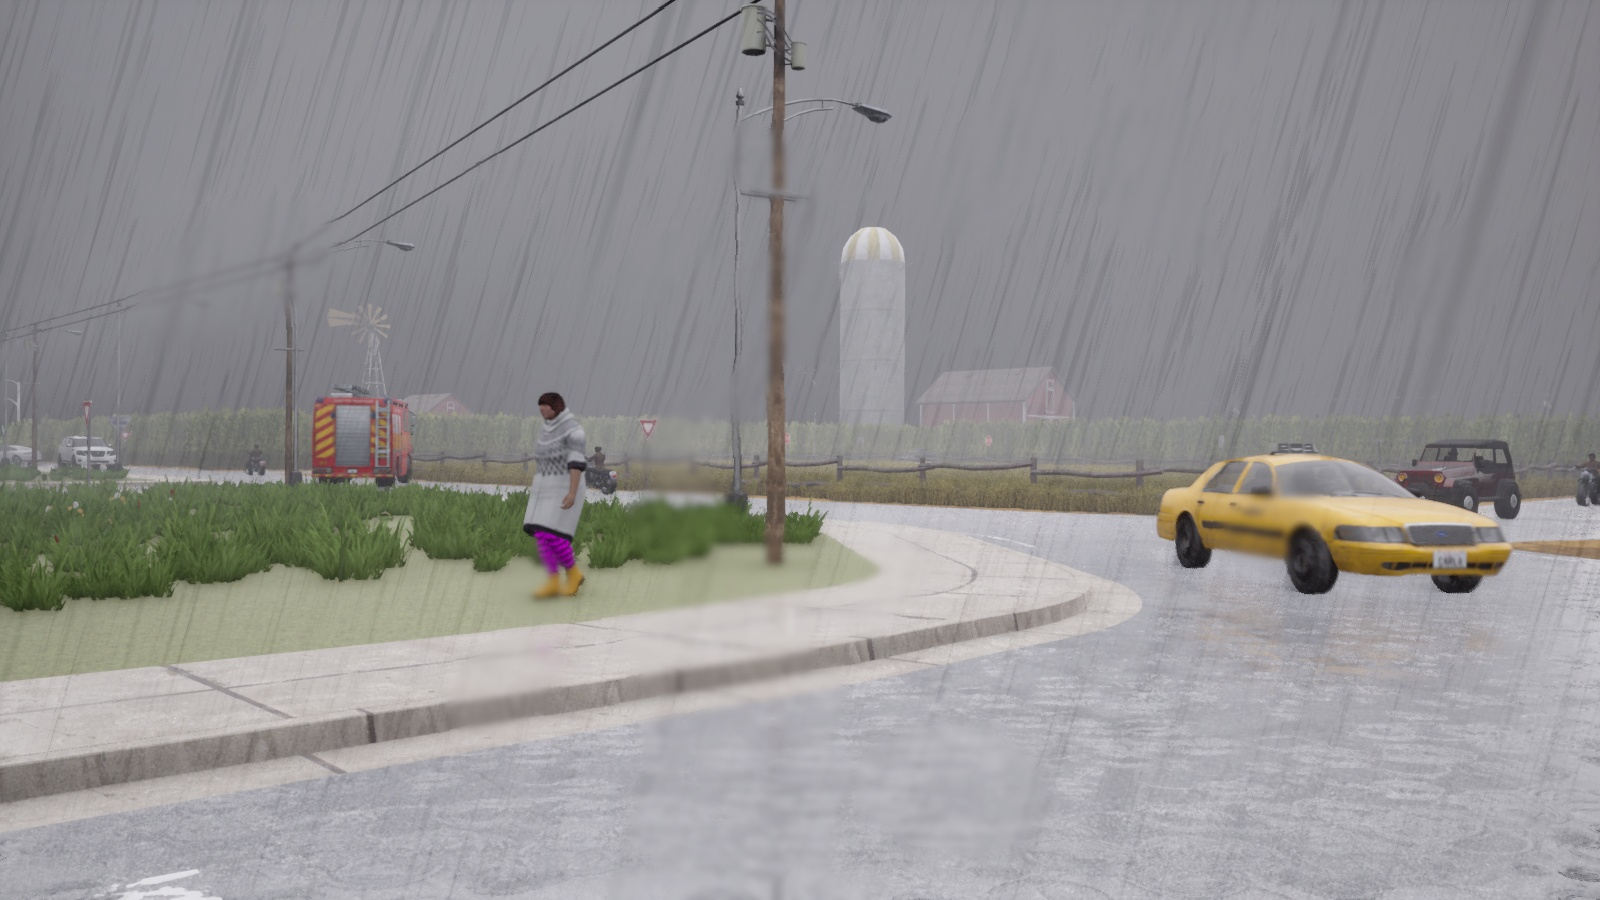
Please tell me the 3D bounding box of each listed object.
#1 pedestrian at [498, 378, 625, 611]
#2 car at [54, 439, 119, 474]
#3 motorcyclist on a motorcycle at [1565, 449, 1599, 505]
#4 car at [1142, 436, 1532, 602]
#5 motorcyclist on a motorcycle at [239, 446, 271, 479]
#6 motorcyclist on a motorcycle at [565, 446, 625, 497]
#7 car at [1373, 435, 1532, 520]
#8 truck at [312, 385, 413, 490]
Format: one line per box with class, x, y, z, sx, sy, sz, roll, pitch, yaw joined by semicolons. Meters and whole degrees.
pedestrian;-2.104;0.374;11.099;0.659;1.952;0.873;0;0;45
car;-42.894;0.363;75.433;2.150;2.045;5.566;0;0;-43
motorcyclist on a motorcycle;23.844;0.793;37.924;0.766;1.649;2.350;0;0;44
car;5.866;0.664;14.654;1.801;1.575;5.366;0;0;-6
motorcyclist on a motorcycle;-28.070;0.637;64.620;0.766;1.649;2.350;0;0;-43
motorcyclist on a motorcycle;-6.830;0.695;41.765;0.766;1.649;2.350;0;0;-43
car;15.444;0.607;29.668;3.866;1.878;1.905;0;0;-38
truck;-17.414;-0.450;50.468;2.891;3.827;8.468;0;0;-13
